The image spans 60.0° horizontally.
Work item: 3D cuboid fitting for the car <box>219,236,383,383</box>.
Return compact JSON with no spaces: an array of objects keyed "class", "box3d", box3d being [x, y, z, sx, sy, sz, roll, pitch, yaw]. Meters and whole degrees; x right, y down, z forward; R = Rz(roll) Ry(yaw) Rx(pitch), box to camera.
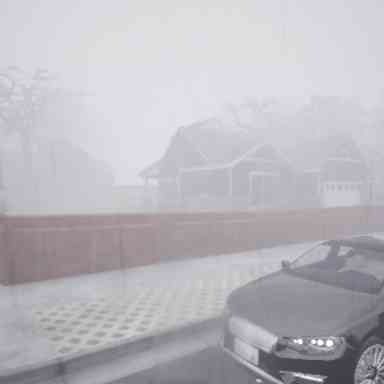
[{"class":"car","box3d":[2.644,1.487,5.019,4.902,1.511,2.128,0,0,-33]}]
